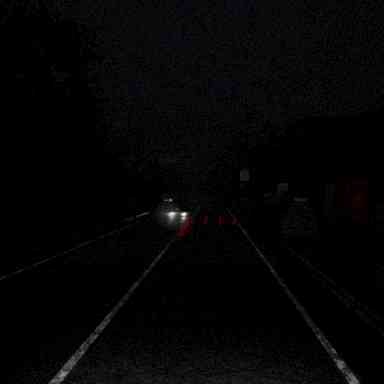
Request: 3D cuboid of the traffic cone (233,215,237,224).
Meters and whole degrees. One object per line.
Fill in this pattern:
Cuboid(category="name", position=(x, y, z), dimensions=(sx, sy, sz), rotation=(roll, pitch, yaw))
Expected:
Cuboid(category="traffic cone", position=(2.865, 1.863, 22.272), dimensions=(0.340, 0.580, 0.340), rotation=(0, 0, 10))

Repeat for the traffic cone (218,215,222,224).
Cuboid(category="traffic cone", position=(1.891, 1.859, 22.205), dimensions=(0.340, 0.580, 0.340), rotation=(0, 0, 4))

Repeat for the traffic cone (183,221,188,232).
Cuboid(category="traffic cone", position=(-0.495, 1.878, 16.359), dimensions=(0.340, 0.580, 0.340), rotation=(0, 0, 4))

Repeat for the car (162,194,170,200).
Cuboid(category="car", position=(-6.508, 1.176, 86.084), dimensions=(1.882, 1.535, 5.008), rotation=(-2, 0, -16))

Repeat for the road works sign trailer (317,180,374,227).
Cuboid(category="road works sign trailer", position=(7.919, 0.515, 18.580), dimensions=(3.560, 2.380, 2.880), rotation=(-5, 7, -42))

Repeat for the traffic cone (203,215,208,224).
Cuboid(category="traffic cone", position=(0.901, 1.854, 22.272), dimensions=(0.340, 0.580, 0.340), rotation=(0, 0, 4))

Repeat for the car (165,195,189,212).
Cuboid(category="car", position=(-1.320, 1.364, 36.255), dimensions=(2.033, 1.411, 5.357), rotation=(0, 0, 3))
